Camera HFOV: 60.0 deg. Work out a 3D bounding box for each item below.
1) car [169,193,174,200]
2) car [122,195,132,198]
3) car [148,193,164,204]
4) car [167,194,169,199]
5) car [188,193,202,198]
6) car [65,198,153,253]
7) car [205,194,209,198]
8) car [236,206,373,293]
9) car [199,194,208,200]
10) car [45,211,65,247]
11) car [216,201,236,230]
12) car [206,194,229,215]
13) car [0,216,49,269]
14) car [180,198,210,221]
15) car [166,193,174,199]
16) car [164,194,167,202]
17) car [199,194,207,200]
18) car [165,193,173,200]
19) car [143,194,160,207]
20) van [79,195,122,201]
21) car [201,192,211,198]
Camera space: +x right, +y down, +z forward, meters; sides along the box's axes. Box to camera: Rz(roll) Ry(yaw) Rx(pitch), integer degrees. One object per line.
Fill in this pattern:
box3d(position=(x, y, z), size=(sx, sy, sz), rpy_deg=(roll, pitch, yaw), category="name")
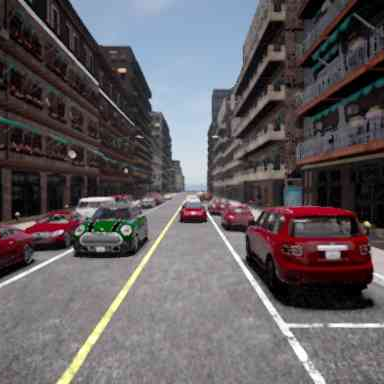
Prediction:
box3d(position=(-5.708, 1.113, 76.530), size=(1.752, 1.417, 4.829), rpy_deg=(-1, 0, 0), category="car")
box3d(position=(-5.716, 1.172, 25.723), size=(2.192, 1.841, 5.009), rpy_deg=(-1, 0, 0), category="car")
box3d(position=(-5.708, 1.049, 48.379), size=(2.192, 1.841, 5.009), rpy_deg=(-1, 0, 0), category="car")
box3d(position=(-5.706, 1.241, 59.708), size=(1.947, 1.339, 4.313), rpy_deg=(-1, 0, 0), category="car")
box3d(position=(0.096, 1.276, 45.408), size=(1.812, 1.442, 4.674), rpy_deg=(0, 0, 0), category="car")
box3d(position=(-3.006, 1.277, 13.168), size=(2.097, 1.767, 4.553), rpy_deg=(0, 0, 0), category="car")
box3d(position=(2.676, 1.320, 37.192), size=(1.752, 1.417, 4.829), rpy_deg=(-1, 0, 0), category="car")
box3d(position=(2.676, 1.266, 8.703), size=(2.192, 1.841, 5.009), rpy_deg=(-1, 0, 0), category="car")
box3d(position=(2.672, 1.153, 76.668), size=(1.947, 1.339, 4.313), rpy_deg=(-1, 0, 0), category="car")
box3d(position=(-5.671, 1.501, 14.397), size=(1.802, 1.307, 4.206), rpy_deg=(-1, 0, 0), category="car")
box3d(position=(2.678, 1.470, 20.031), size=(1.802, 1.307, 4.206), rpy_deg=(-1, 0, 0), category="car")
box3d(position=(2.675, 1.266, 31.358), size=(1.967, 1.590, 4.097), rpy_deg=(-1, 0, 0), category="car")
box3d(position=(-5.668, 1.532, 8.733), size=(1.802, 1.307, 4.206), rpy_deg=(-1, 0, 0), category="car")
box3d(position=(0.097, 1.423, 25.290), size=(1.994, 1.385, 4.181), rpy_deg=(0, 0, 0), category="car")
box3d(position=(-5.709, 1.055, 87.858), size=(1.752, 1.417, 4.829), rpy_deg=(-1, 0, 0), category="car")
box3d(position=(-5.707, 1.145, 54.043), size=(1.967, 1.590, 4.097), rpy_deg=(-1, 0, 0), category="car")
box3d(position=(2.672, 1.140, 82.333), size=(1.802, 1.307, 4.206), rpy_deg=(-1, 0, 0), category="car")
box3d(position=(-5.709, 1.084, 82.194), size=(1.752, 1.417, 4.829), rpy_deg=(-1, 0, 0), category="car")
box3d(position=(-5.704, 1.315, 42.717), size=(2.008, 1.369, 4.403), rpy_deg=(-1, 0, 0), category="car")
box3d(position=(-5.687, 1.229, 20.060), size=(1.690, 1.788, 3.998), rpy_deg=(-1, 0, 0), category="van")
box3d(position=(2.671, 0.990, 59.676), size=(2.192, 1.841, 5.009), rpy_deg=(-1, 0, 0), category="car")
